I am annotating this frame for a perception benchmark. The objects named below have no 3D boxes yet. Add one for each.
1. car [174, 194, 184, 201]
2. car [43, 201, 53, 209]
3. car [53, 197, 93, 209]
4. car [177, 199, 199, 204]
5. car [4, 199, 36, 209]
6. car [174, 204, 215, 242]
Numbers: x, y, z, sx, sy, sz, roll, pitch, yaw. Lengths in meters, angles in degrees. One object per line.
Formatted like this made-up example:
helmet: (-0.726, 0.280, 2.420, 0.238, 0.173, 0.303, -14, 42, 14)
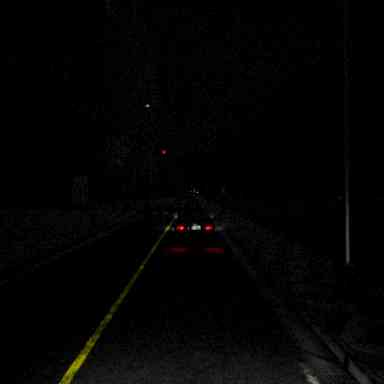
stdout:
car: (-2.985, 1.642, 84.003, 2.033, 1.411, 5.357, 0, 0, 0)
car: (-19.001, 1.679, 47.536, 4.313, 1.339, 1.947, 0, -1, 0)
car: (-13.537, 1.334, 39.024, 4.097, 1.590, 1.967, 0, -1, -1)
car: (0.036, 1.546, 26.802, 1.994, 1.385, 4.181, 0, 0, 1)
car: (-24.487, 1.699, 47.528, 4.206, 1.307, 1.802, 0, -1, 0)
car: (0.092, 1.534, 16.311, 2.033, 1.411, 5.357, 0, 0, 0)
